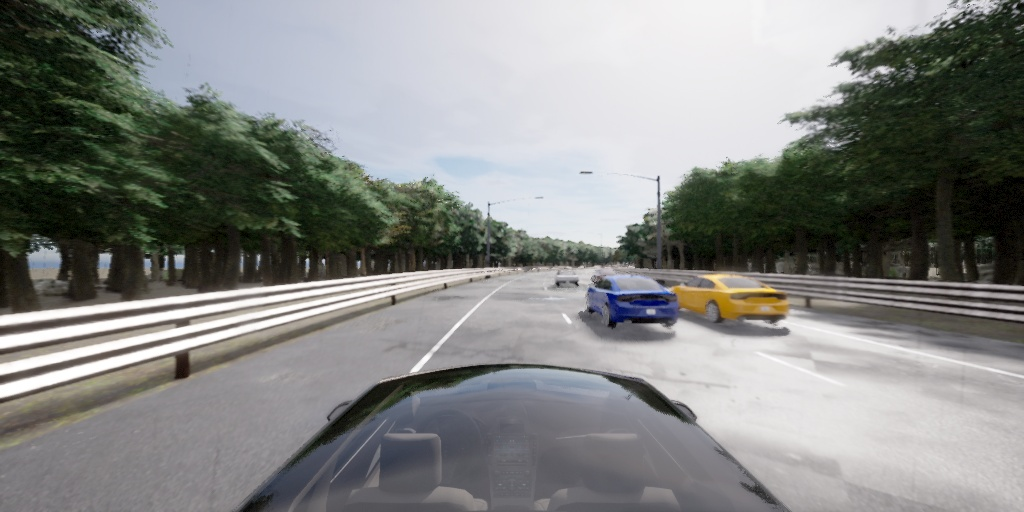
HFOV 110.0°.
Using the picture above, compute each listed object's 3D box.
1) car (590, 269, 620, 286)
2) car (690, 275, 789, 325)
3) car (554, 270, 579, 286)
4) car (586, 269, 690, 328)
[{"bbox_3d":[8.312,1.878,32.278,1.812,1.442,4.674,0,-2,4],"label":"car"},{"bbox_3d":[7.278,1.393,12.694,1.882,1.535,5.008,0,-1,1],"label":"car"},{"bbox_3d":[4.731,1.923,31.603,1.895,1.301,4.718,0,-1,4],"label":"car"},{"bbox_3d":[3.759,1.372,12.031,1.882,1.535,5.008,0,-1,1],"label":"car"}]
